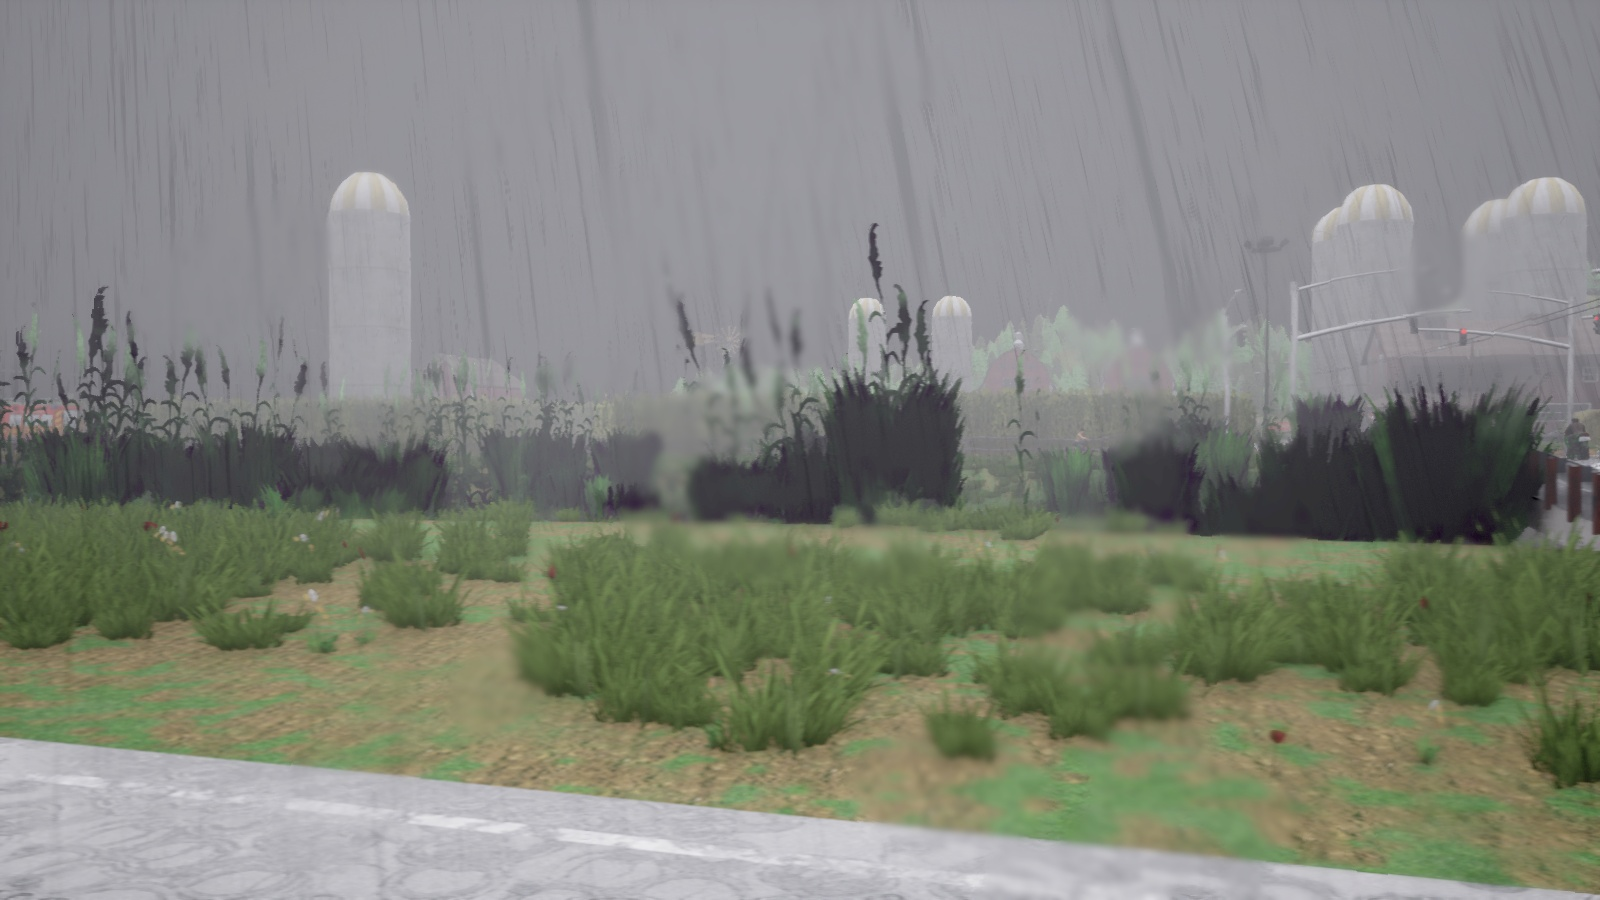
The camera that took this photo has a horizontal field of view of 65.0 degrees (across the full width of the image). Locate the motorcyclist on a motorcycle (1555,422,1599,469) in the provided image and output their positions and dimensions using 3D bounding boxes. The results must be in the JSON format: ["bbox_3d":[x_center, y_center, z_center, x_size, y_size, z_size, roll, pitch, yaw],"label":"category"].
[{"bbox_3d":[26.003,-0.136,42.067,0.797,1.523,2.044,0,-2,18],"label":"motorcyclist on a motorcycle"}]

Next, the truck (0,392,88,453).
[{"bbox_3d":[-50.551,-1.786,80.755,8.468,3.827,2.891,0,1,12],"label":"truck"}]
